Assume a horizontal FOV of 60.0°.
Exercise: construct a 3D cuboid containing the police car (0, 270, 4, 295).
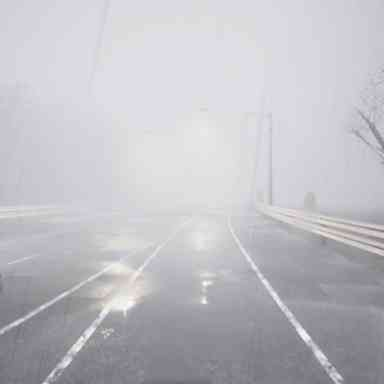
[{"bbox_3d":[-4.963,1.544,4.896,2.038,1.542,4.974,0,-1,7],"label":"police car"}]
